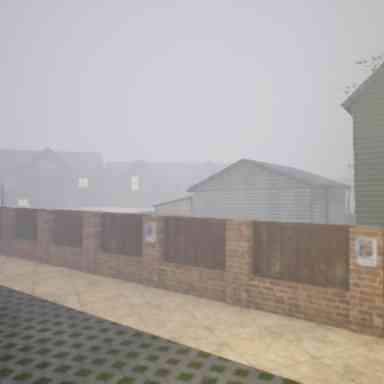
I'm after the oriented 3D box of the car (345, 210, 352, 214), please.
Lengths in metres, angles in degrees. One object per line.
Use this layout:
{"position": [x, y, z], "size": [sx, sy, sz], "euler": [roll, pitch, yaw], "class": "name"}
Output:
{"position": [16.454, 3.091, 39.060], "size": [5.566, 2.045, 2.150], "euler": [3, -2, -22], "class": "car"}
